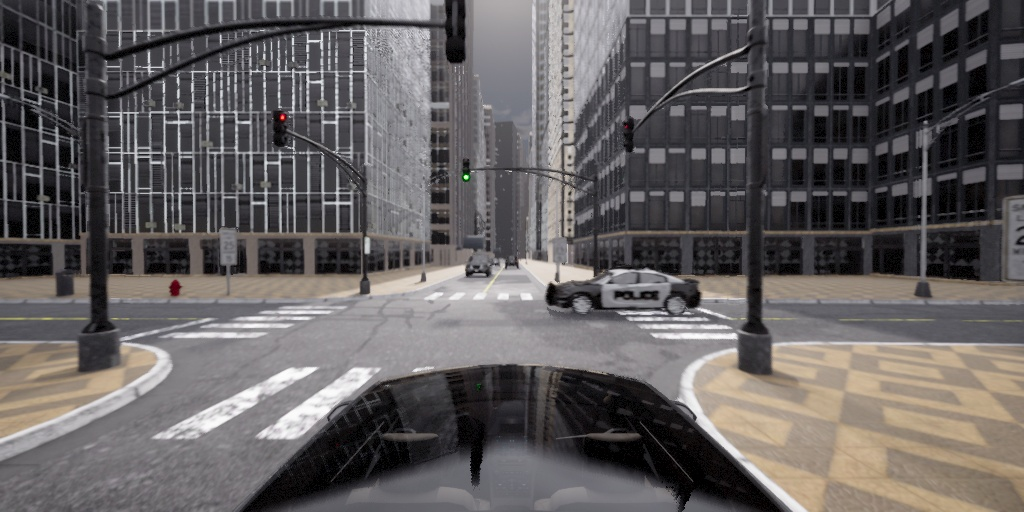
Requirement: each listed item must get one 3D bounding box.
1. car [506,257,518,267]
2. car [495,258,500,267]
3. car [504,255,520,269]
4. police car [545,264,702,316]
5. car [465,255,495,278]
[{"bbox_3d":[-0.004,1.013,65.009,2.097,1.767,4.553,0,0,0],"label":"car"},{"bbox_3d":[-2.993,1.169,63.386,1.837,1.490,4.892,0,-1,-2],"label":"car"},{"bbox_3d":[-0.003,0.890,54.642,2.150,2.045,5.566,0,0,0],"label":"car"},{"bbox_3d":[3.819,1.129,12.613,5.238,1.638,1.930,0,1,2],"label":"police car"},{"bbox_3d":[-3.096,0.914,34.023,2.150,2.045,5.566,0,0,0],"label":"car"}]
